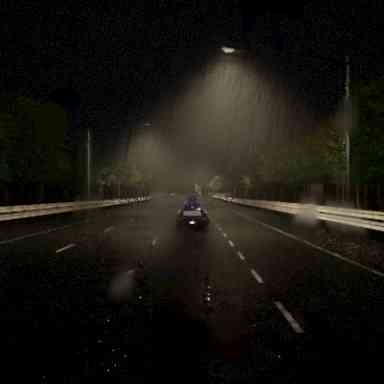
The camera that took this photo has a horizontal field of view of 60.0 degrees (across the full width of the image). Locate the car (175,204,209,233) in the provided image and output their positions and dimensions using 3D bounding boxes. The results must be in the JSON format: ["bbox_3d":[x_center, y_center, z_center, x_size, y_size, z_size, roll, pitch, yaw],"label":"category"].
[{"bbox_3d":[0.020,1.669,20.351,1.994,1.385,4.181,0,0,0],"label":"car"}]

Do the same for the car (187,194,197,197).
[{"bbox_3d":[0.083,1.623,81.574,2.150,2.045,5.566,0,0,0],"label":"car"}]

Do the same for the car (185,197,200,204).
[{"bbox_3d":[0.047,1.773,45.491,1.812,1.442,4.674,0,0,0],"label":"car"}]
